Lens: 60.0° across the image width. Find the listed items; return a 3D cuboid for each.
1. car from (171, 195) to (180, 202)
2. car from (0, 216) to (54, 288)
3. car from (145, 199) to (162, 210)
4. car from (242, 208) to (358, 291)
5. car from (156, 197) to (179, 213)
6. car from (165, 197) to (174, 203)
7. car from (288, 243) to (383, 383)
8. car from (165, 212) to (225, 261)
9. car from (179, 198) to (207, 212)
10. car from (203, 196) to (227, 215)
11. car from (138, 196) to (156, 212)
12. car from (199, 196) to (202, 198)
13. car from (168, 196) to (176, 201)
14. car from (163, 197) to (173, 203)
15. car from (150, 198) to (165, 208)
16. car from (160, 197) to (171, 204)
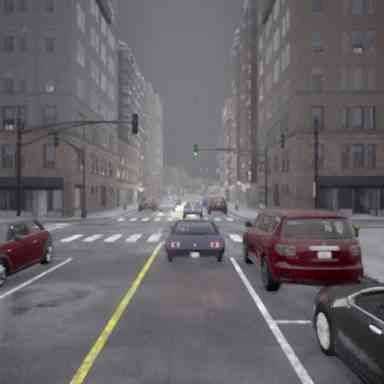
[{"bbox_3d":[-2.819,1.669,56.396,2.128,1.511,4.902,0,0,0],"label":"car"},{"bbox_3d":[-5.391,1.469,9.000,1.967,1.590,4.097,0,0,0],"label":"car"},{"bbox_3d":[-5.429,1.713,47.063,1.947,1.339,4.313,0,0,0],"label":"car"},{"bbox_3d":[2.634,1.344,9.003,2.192,1.841,5.009,0,0,0],"label":"car"},{"bbox_3d":[-2.853,1.649,39.295,1.812,1.442,4.674,0,0,0],"label":"car"},{"bbox_3d":[-5.423,1.800,80.085,2.008,1.369,4.403,0,0,0],"label":"car"},{"bbox_3d":[2.636,1.562,3.321,2.008,1.369,4.403,0,0,0],"label":"car"},{"bbox_3d":[0.096,1.641,12.380,1.895,1.301,4.718,0,0,0],"label":"car"},{"bbox_3d":[0.089,1.650,32.541,2.033,1.411,5.357,0,0,0],"label":"car"},{"bbox_3d":[2.691,1.429,36.059,2.192,1.841,5.009,0,0,0],"label":"car"},{"bbox_3d":[-5.430,1.446,41.560,2.192,1.841,5.009,0,0,0],"label":"car"},{"bbox_3d":[2.674,1.480,52.571,2.192,1.841,5.009,0,0,0],"label":"car"},{"bbox_3d":[-5.421,1.865,91.093,1.802,1.307,4.206,0,0,0],"label":"car"},{"bbox_3d":[-5.424,1.777,74.582,1.887,1.381,4.507,0,0,0],"label":"car"},{"bbox_3d":[-5.428,1.715,52.567,2.008,1.369,4.403,0,0,0],"label":"car"},{"bbox_3d":[-5.425,1.760,69.078,1.887,1.381,4.507,0,0,0],"label":"car"}]
